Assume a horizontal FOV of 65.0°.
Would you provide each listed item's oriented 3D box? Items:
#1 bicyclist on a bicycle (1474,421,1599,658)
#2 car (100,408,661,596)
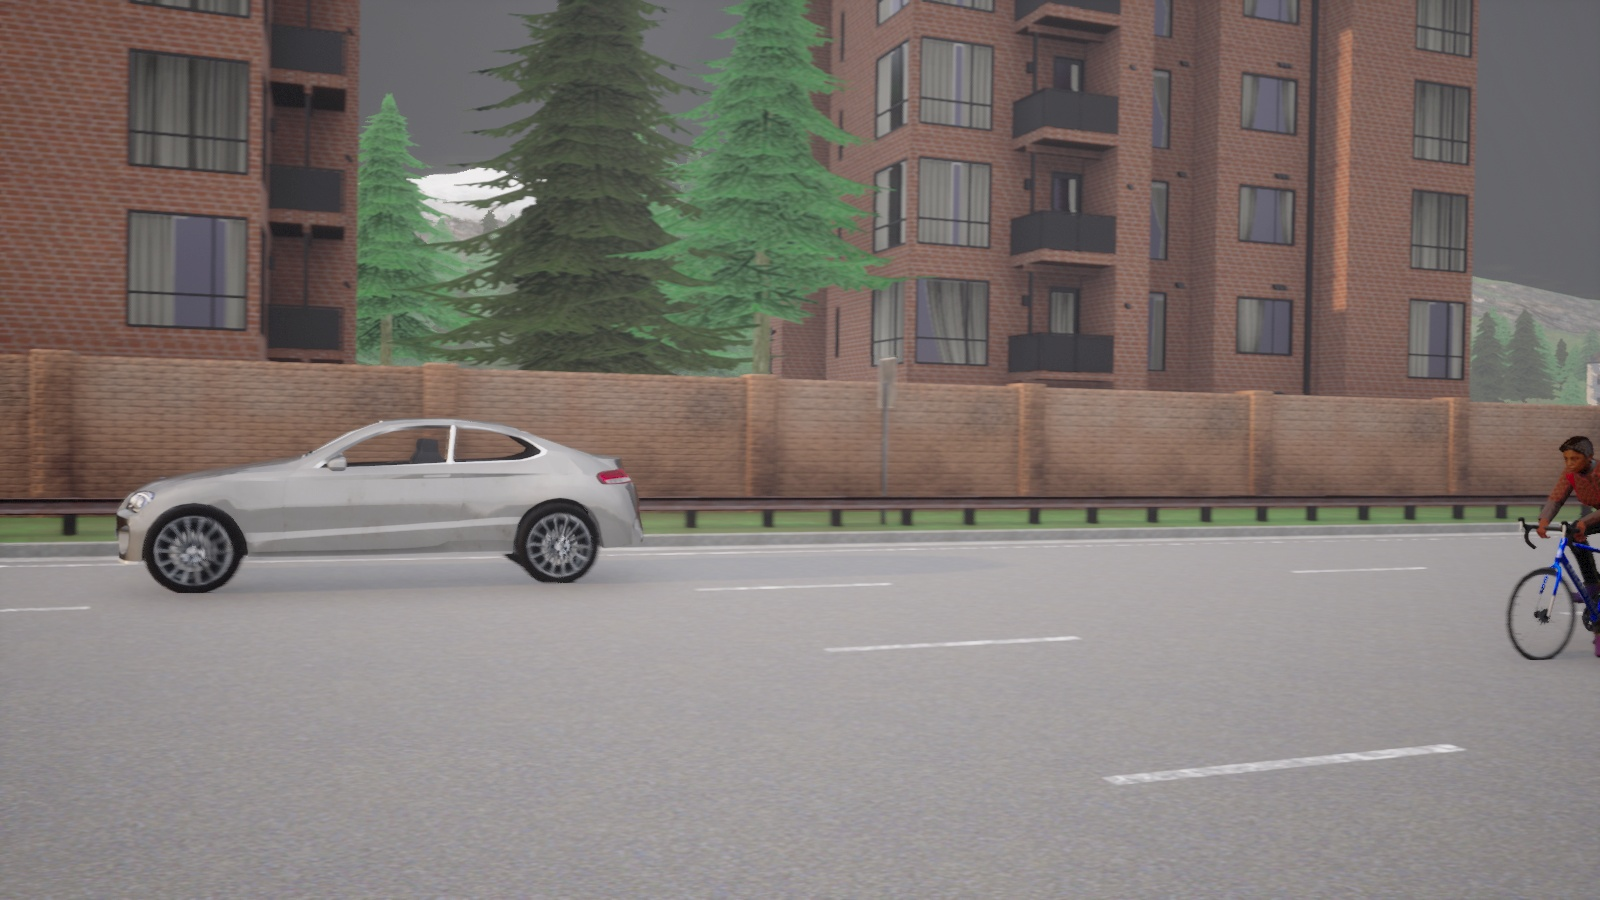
[{"bbox_3d":[5.803,0.601,9.188,1.656,1.620,0.582,-1,1,-21],"label":"bicyclist on a bicycle"},{"bbox_3d":[-4.148,0.421,12.892,5.027,1.651,2.152,-1,1,-21],"label":"car"}]
